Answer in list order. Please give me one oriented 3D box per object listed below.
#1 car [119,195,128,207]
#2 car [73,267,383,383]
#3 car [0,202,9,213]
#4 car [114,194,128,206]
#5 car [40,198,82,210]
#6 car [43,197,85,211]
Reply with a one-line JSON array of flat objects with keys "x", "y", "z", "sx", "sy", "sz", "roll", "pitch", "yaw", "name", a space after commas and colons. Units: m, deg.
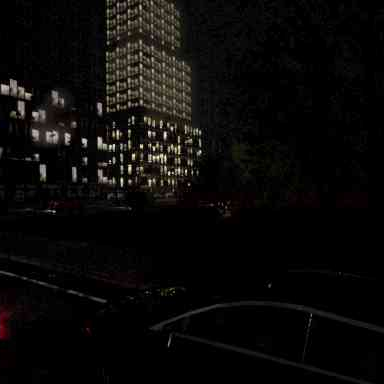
[{"x": -8.680, "y": 1.596, "z": 52.252, "sx": 1.812, "sy": 1.442, "sz": 4.674, "roll": -1, "pitch": -1, "yaw": 37, "name": "car"}, {"x": 0.922, "y": 1.492, "z": 3.029, "sx": 4.902, "sy": 1.511, "sz": 2.128, "roll": 0, "pitch": 0, "yaw": 35, "name": "car"}, {"x": -21.656, "y": 1.609, "z": 35.032, "sx": 1.994, "sy": 1.385, "sz": 4.181, "roll": -1, "pitch": -1, "yaw": 37, "name": "car"}, {"x": -10.386, "y": 1.339, "z": 55.393, "sx": 2.150, "sy": 2.045, "sz": 5.566, "roll": -1, "pitch": 0, "yaw": 37, "name": "car"}, {"x": -17.834, "y": 1.582, "z": 45.516, "sx": 1.882, "sy": 1.535, "sz": 5.008, "roll": -1, "pitch": -1, "yaw": 37, "name": "car"}, {"x": -16.058, "y": 1.409, "z": 42.474, "sx": 2.097, "sy": 1.767, "sz": 4.553, "roll": -1, "pitch": -1, "yaw": 37, "name": "car"}]
